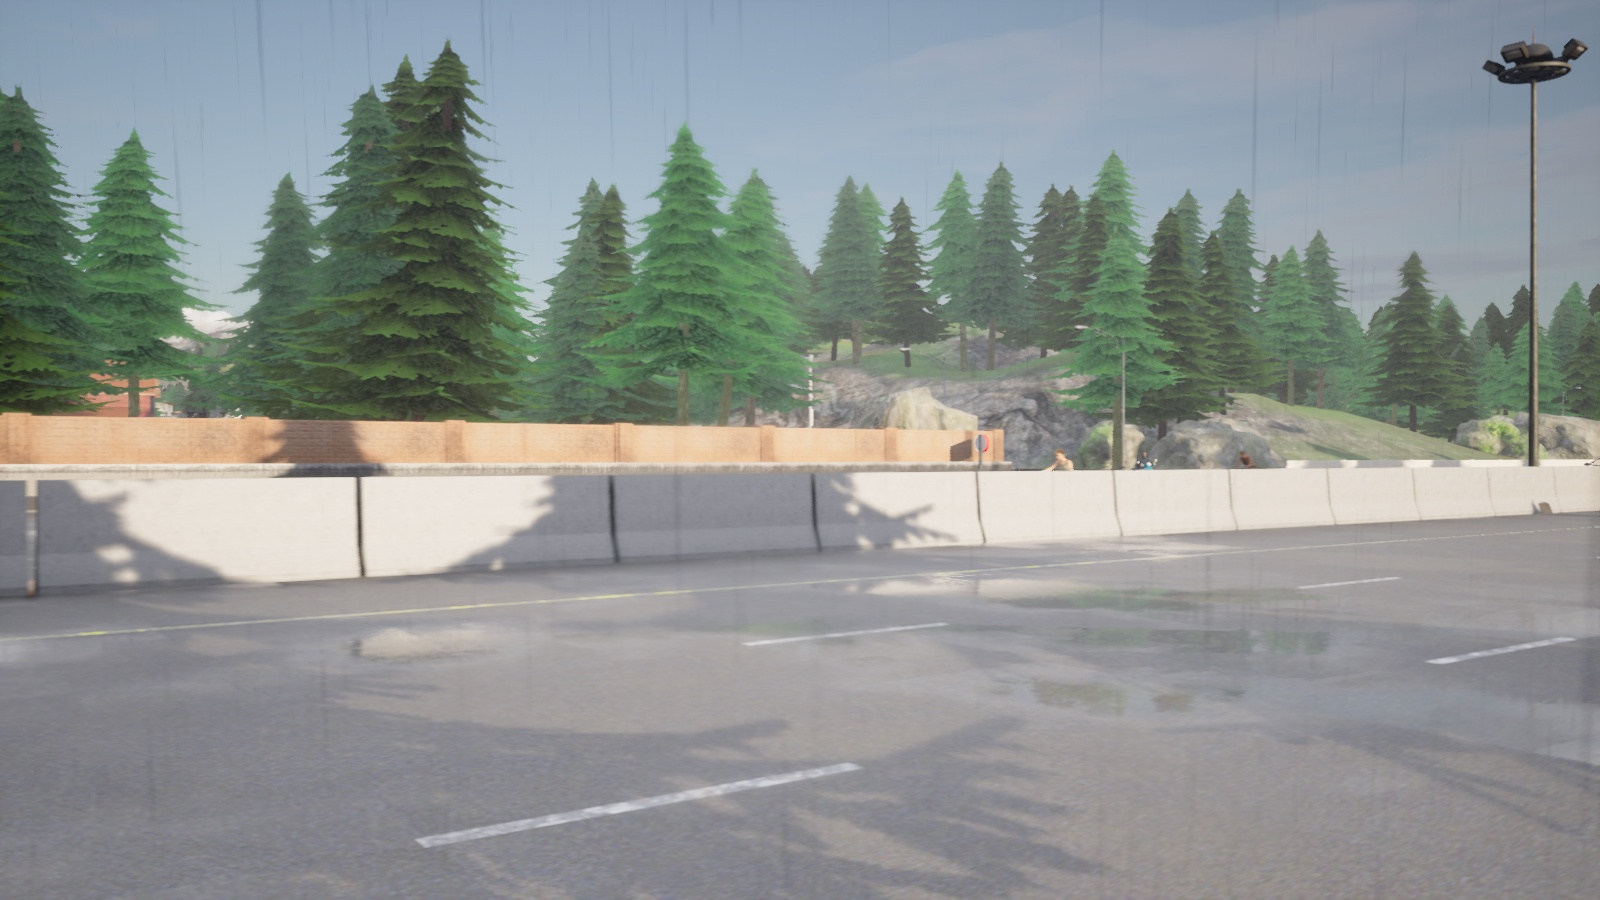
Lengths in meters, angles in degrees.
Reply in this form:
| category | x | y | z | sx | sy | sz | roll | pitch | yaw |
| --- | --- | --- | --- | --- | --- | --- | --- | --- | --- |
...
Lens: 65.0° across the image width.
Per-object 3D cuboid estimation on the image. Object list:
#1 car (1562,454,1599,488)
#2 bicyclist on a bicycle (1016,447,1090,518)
| category | x | y | z | sx | sy | sz | roll | pitch | yaw |
| --- | --- | --- | --- | --- | --- | --- | --- | --- | --- |
| car | 34.594 | 0.868 | 53.599 | 4.181 | 1.385 | 1.994 | 0 | 0 | -35 |
| bicyclist on a bicycle | 5.876 | 0.741 | 29.162 | 1.509 | 1.612 | 0.866 | 0 | 0 | -35 |
